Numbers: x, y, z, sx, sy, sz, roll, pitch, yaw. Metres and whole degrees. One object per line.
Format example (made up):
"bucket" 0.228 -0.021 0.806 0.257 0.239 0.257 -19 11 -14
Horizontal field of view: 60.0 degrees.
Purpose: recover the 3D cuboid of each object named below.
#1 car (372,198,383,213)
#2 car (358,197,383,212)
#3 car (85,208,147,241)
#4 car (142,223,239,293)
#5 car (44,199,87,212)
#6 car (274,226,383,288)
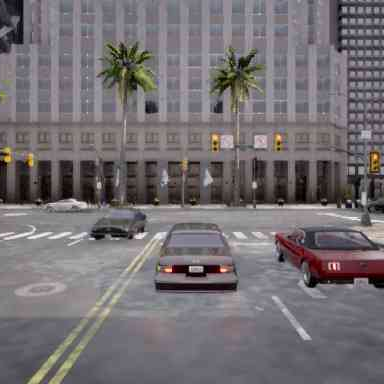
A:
"car" 21.667 1.596 34.315 4.718 1.301 1.895 0 0 0
"car" 21.401 1.346 37.817 4.553 1.767 2.097 0 0 0
"car" -3.549 1.545 17.122 2.033 1.411 5.357 0 0 2
"car" 0.097 1.546 8.977 2.033 1.411 5.357 0 0 0
"car" -14.367 1.520 37.979 4.674 1.442 1.812 0 0 0
"car" 3.643 1.599 9.244 1.895 1.301 4.718 0 0 2
